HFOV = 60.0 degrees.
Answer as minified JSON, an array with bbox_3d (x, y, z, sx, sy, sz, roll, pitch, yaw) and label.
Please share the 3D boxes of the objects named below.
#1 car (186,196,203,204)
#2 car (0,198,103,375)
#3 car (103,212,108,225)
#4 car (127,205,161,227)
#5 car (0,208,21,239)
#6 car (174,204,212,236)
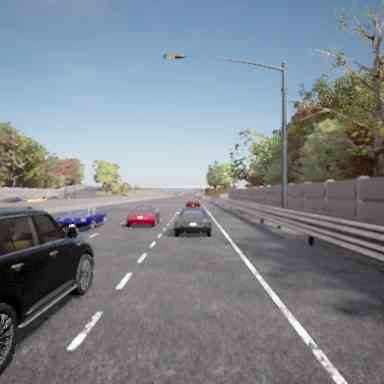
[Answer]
[{"bbox_3d":[0.142,1.580,45.450,1.882,1.535,5.008,0,0,0],"label":"car"},{"bbox_3d":[-3.382,1.237,5.547,2.150,2.045,5.566,0,0,0],"label":"car"},{"bbox_3d":[-6.830,1.652,21.362,1.895,1.301,4.718,0,0,0],"label":"car"},{"bbox_3d":[-3.325,1.614,23.517,1.994,1.385,4.181,0,0,0],"label":"car"},{"bbox_3d":[-10.352,1.592,15.440,2.033,1.411,5.357,0,0,0],"label":"car"},{"bbox_3d":[0.060,1.600,18.779,1.994,1.385,4.181,0,0,0],"label":"car"}]
